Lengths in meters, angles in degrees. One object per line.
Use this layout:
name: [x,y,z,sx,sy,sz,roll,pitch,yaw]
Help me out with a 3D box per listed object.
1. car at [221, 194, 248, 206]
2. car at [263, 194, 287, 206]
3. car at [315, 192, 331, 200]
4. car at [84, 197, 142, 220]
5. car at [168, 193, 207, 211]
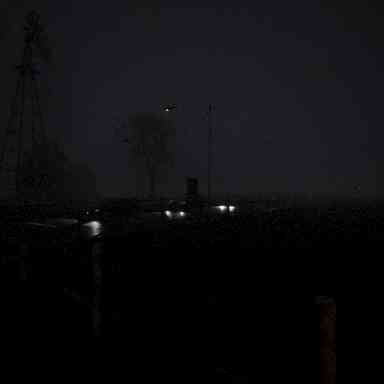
car: [5.388,1.005,41.778,1.994,1.385,4.181,1,2,35]
car: [10.749,0.983,42.953,1.812,1.442,4.674,1,1,35]
car: [24.664,0.711,62.601,1.994,1.385,4.181,1,1,36]
car: [-6.023,1.206,25.676,1.837,1.490,4.892,1,2,35]
car: [-0.383,0.925,33.629,2.097,1.767,4.553,1,2,35]
